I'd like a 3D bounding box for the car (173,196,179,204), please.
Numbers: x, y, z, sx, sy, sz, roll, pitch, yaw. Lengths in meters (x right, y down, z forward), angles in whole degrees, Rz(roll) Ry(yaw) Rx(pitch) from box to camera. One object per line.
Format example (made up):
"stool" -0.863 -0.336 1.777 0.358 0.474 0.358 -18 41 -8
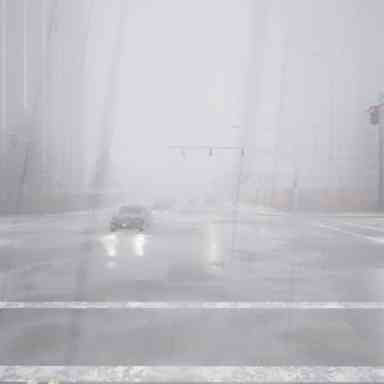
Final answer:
"car" -3.485 1.547 63.348 2.033 1.411 5.357 0 0 1

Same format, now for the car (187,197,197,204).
"car" 0.030 1.564 64.985 1.994 1.385 4.181 0 0 0

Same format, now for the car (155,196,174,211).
"car" -3.580 1.563 40.787 1.994 1.385 4.181 0 0 0

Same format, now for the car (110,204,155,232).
"car" -3.591 1.504 20.092 1.837 1.490 4.892 0 0 0

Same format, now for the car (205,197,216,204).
"car" 3.530 1.601 65.014 1.895 1.301 4.718 0 0 0
